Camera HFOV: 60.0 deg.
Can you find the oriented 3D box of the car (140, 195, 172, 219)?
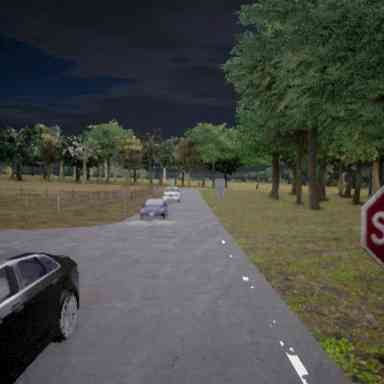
[{"bbox_3d":[-2.776,1.206,25.223,1.812,1.442,4.674,0,2,0],"label":"car"}]

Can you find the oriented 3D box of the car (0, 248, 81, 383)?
[{"bbox_3d":[-2.754,1.490,3.643,2.128,1.511,4.902,0,0,0],"label":"car"}]

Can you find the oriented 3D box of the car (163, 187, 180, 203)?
[{"bbox_3d":[-2.801,0.354,46.491,2.150,2.045,5.566,0,2,0],"label":"car"}]
